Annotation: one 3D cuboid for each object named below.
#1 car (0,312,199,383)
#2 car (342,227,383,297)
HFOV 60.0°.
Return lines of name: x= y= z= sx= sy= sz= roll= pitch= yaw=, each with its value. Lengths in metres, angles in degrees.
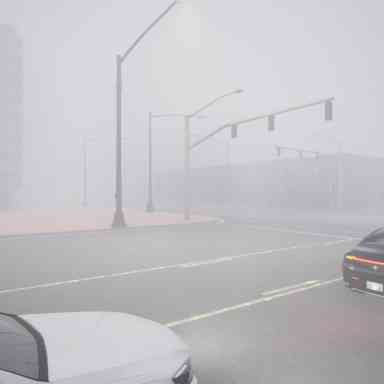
car: x=-2.103 y=1.526 z=2.248 sx=4.674 sy=1.442 sz=1.812 roll=0 pitch=0 yaw=-35
car: x=5.376 y=1.505 z=7.574 sx=4.892 sy=1.490 sz=1.837 roll=0 pitch=0 yaw=-35
